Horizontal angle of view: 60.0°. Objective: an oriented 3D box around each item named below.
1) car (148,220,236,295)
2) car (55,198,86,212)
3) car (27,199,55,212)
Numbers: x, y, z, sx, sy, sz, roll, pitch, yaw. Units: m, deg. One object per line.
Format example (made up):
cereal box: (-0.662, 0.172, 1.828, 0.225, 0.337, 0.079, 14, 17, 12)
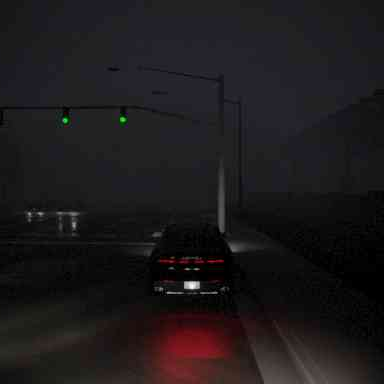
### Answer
car: (-0.001, 1.493, 8.649, 1.837, 1.490, 4.892, 0, 0, 0)
car: (-13.898, 1.480, 38.936, 1.812, 1.442, 4.674, 0, 0, 0)
car: (-17.397, 1.505, 39.322, 2.033, 1.411, 5.357, 0, 0, 0)
